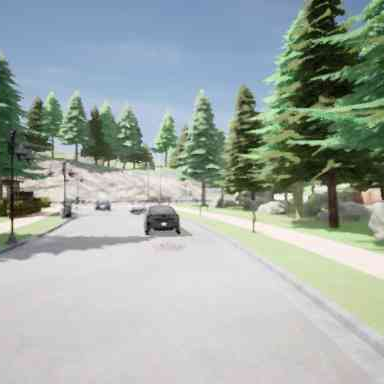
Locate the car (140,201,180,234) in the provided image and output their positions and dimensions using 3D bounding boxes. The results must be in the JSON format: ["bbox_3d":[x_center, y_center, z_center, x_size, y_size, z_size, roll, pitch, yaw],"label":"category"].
[{"bbox_3d":[-1.860,1.497,19.446,1.882,1.535,5.008,0,0,-10],"label":"car"}]

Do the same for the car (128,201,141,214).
[{"bbox_3d":[-5.940,1.647,36.487,1.895,1.301,4.718,0,0,-15],"label":"car"}]

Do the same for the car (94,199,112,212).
[{"bbox_3d":[-10.788,1.560,40.349,2.128,1.511,4.902,0,0,-15],"label":"car"}]
